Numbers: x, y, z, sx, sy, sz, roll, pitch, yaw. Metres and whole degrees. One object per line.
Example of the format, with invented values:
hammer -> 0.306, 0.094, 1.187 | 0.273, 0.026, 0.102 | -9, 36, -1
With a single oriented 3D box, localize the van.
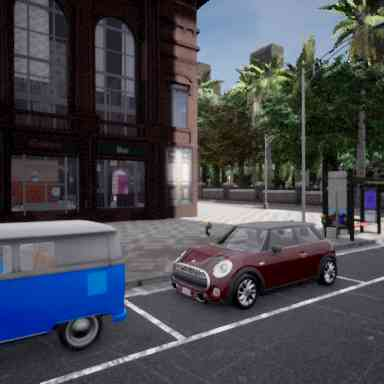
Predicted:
van -> -2.909, 1.341, 4.579 | 3.998, 1.788, 1.690 | 0, 0, -35

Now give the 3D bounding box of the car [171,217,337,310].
car -> 1.509, 1.438, 7.729 | 4.097, 1.590, 1.967 | 0, 0, -35
